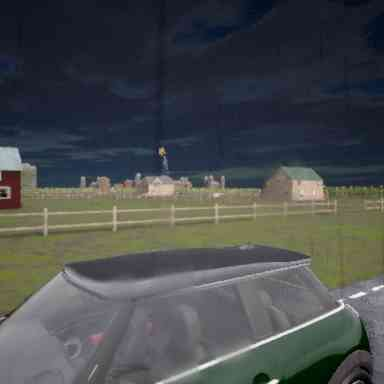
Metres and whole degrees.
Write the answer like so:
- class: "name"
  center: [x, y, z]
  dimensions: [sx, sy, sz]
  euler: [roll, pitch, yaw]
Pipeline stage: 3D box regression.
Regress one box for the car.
- class: "car"
  center: [-0.542, 1.350, 2.685]
  dimensions: [4.553, 1.767, 2.097]
  euler: [0, 0, -35]
